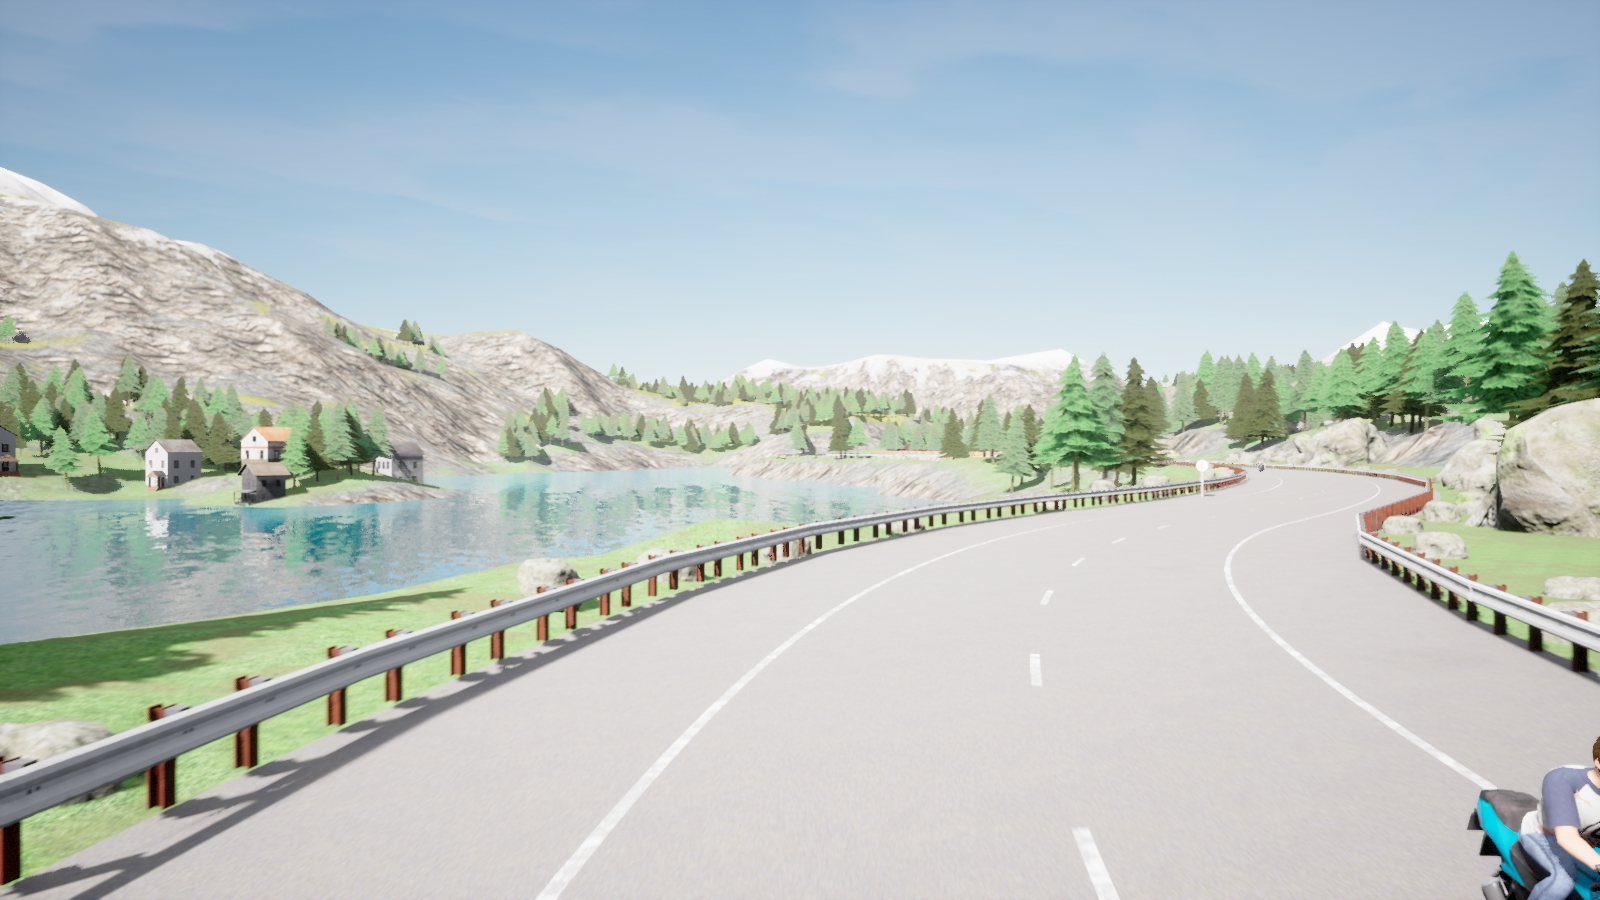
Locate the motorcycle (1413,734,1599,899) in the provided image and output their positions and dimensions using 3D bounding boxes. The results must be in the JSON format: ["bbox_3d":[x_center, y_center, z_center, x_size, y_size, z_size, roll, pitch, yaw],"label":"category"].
[{"bbox_3d":[3.695,2.178,5.244,0.803,1.217,2.033,1,0,5],"label":"motorcycle"}]
